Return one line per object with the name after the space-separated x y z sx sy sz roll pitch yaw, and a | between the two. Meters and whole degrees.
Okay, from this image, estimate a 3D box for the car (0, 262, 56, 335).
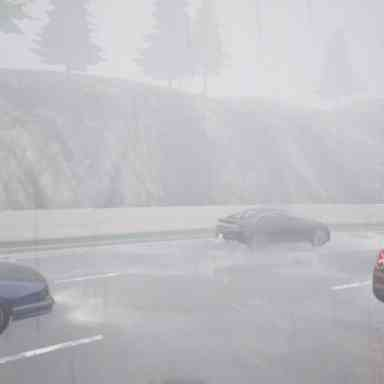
-4.838 1.480 4.516 5.357 1.411 2.033 0 1 -36 | car

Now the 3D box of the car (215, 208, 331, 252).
3.275 1.402 13.188 4.902 1.511 2.128 0 0 -24 | car

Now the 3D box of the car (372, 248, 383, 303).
5.754 1.330 6.407 4.553 1.767 2.097 0 1 -25 | car
